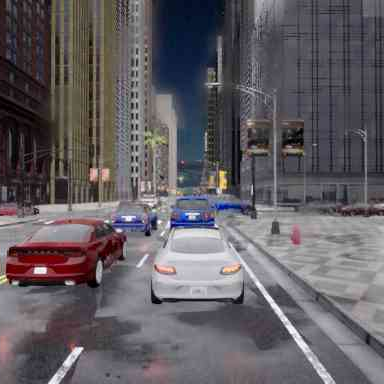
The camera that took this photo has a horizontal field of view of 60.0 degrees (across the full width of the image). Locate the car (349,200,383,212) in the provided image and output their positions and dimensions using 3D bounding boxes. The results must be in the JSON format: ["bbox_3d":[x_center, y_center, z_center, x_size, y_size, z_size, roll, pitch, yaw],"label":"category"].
[{"bbox_3d":[20.853,1.641,38.719,4.313,1.339,1.947,0,0,-1],"label":"car"}]

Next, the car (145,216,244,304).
[{"bbox_3d":[0.105,1.534,8.020,1.812,1.442,4.674,0,0,0],"label":"car"}]

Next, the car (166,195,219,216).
[{"bbox_3d":[0.039,1.256,17.722,2.150,2.045,5.566,0,0,1],"label":"car"}]

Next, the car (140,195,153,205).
[{"bbox_3d":[-9.697,1.606,71.360,2.150,2.045,5.566,0,0,0],"label":"car"}]

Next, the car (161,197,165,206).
[{"bbox_3d":[-6.525,1.802,60.630,1.837,1.490,4.892,0,0,1],"label":"car"}]

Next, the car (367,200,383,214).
[{"bbox_3d":[21.778,1.566,35.977,4.674,1.442,1.812,0,-1,-1],"label":"car"}]

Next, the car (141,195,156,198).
[{"bbox_3d":[-6.561,1.450,50.918,2.150,2.045,5.566,0,0,0],"label":"car"}]

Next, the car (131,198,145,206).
[{"bbox_3d":[-9.774,1.824,60.786,1.812,1.442,4.674,0,0,1],"label":"car"}]

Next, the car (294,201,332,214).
[{"bbox_3d":[13.224,1.633,35.852,4.181,1.385,1.994,0,-1,-1],"label":"car"}]

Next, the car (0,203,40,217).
[{"bbox_3d":[-17.116,1.716,32.332,4.181,1.385,1.994,0,-1,-2],"label":"car"}]

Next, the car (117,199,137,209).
[{"bbox_3d":[-9.810,1.776,50.877,2.033,1.411,5.357,0,0,0],"label":"car"}]

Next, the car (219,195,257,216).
[{"bbox_3d":[3.521,1.287,32.499,5.566,2.045,2.150,0,-1,-1],"label":"car"}]

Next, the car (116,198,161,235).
[{"bbox_3d":[-3.136,1.390,18.619,2.097,1.767,4.553,0,0,0],"label":"car"}]

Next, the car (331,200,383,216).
[{"bbox_3d":[15.337,1.575,30.112,4.206,1.307,1.802,0,0,-1],"label":"car"}]

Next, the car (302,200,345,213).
[{"bbox_3d":[15.213,1.660,38.635,4.313,1.339,1.947,0,0,-1],"label":"car"}]

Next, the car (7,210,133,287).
[{"bbox_3d":[-3.145,1.488,9.392,1.882,1.535,5.008,0,0,0],"label":"car"}]
